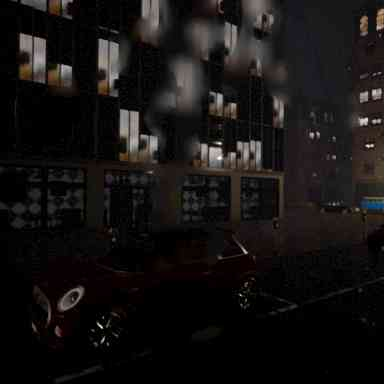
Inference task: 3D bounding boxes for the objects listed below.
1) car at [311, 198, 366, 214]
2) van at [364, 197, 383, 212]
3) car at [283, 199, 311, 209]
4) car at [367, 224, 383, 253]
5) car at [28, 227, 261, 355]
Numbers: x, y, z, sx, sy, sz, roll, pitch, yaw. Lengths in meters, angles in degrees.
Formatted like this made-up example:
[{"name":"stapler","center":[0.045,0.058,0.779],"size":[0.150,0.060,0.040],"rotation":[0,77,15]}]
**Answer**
[{"name":"car","center":[15.202,1.611,34.801],"size":[2.008,1.369,4.403],"rotation":[0,-1,-35]},{"name":"van","center":[22.087,1.513,39.583],"size":[1.690,1.788,3.998],"rotation":[0,-1,-35]},{"name":"car","center":[15.654,1.775,48.834],"size":[1.752,1.417,4.829],"rotation":[0,-1,-35]},{"name":"car","center":[8.370,1.563,12.524],"size":[4.313,1.339,1.947],"rotation":[0,1,-36]},{"name":"car","center":[-0.703,1.440,6.045],"size":[4.097,1.590,1.967],"rotation":[0,1,-36]}]
